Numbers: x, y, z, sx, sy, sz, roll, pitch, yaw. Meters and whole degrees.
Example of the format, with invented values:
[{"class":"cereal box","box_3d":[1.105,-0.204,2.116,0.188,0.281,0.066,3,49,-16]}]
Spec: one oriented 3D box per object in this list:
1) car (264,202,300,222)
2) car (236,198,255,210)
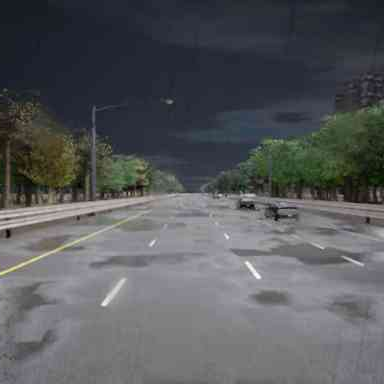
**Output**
[{"class":"car","box_3d":[7.031,1.512,26.319,2.128,1.511,4.902,0,0,0]},{"class":"car","box_3d":[7.093,1.532,44.337,1.882,1.535,5.008,0,0,0]}]
